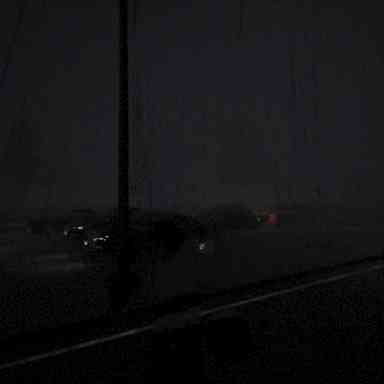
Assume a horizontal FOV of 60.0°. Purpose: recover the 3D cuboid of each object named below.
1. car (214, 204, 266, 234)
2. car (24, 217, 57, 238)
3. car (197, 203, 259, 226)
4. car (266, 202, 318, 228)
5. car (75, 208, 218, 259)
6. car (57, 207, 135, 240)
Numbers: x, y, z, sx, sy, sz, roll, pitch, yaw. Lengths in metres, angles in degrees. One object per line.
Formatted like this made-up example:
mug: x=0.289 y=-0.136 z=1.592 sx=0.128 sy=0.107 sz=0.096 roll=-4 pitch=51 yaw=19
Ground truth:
car: x=1.945 y=1.570 z=19.336 sx=4.181 sy=1.385 sz=1.994 roll=0 pitch=0 yaw=-35
car: x=-6.333 y=1.603 z=17.870 sx=4.718 sy=1.301 sz=1.895 roll=0 pitch=0 yaw=-35
car: x=2.671 y=1.569 z=24.205 sx=4.181 sy=1.385 sz=1.994 roll=0 pitch=0 yaw=-35
car: x=6.483 y=1.484 z=22.591 sx=5.008 sy=1.535 sz=1.882 roll=0 pitch=0 yaw=-35
car: x=-1.587 y=1.509 z=12.622 sx=4.892 sy=1.490 sz=1.837 roll=1 pitch=0 yaw=-35
car: x=-3.403 y=1.495 z=15.664 sx=4.902 sy=1.511 sz=2.128 roll=0 pitch=0 yaw=-35
